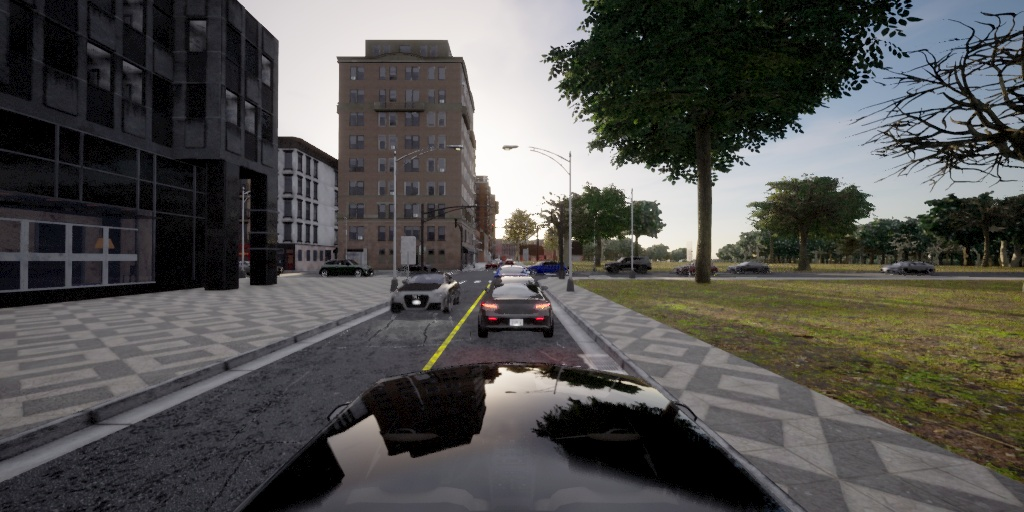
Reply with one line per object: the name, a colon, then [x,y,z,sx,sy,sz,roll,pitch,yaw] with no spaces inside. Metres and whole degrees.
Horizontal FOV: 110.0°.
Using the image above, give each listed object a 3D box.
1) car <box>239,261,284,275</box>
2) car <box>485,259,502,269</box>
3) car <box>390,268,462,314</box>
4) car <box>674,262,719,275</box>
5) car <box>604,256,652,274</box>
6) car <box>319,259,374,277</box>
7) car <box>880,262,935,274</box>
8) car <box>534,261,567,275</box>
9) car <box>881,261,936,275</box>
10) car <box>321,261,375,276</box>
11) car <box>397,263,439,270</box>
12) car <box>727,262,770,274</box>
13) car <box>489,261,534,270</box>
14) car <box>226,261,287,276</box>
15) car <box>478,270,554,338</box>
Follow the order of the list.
car: [-24.383,1.216,33.226,4.902,1.511,2.128,0,-1,0]
car: [-3.084,1.429,56.196,1.895,1.301,4.718,0,0,1]
car: [-3.120,1.321,13.677,1.994,1.385,4.181,0,0,0]
car: [20.575,1.350,40.146,4.674,1.442,1.812,0,-1,0]
car: [13.984,1.076,43.369,5.566,2.045,2.150,0,-1,0]
car: [-15.246,1.074,33.272,4.553,1.767,2.097,0,-1,0]
car: [47.800,1.458,43.430,4.674,1.442,1.812,0,-1,0]
car: [3.495,1.268,38.882,5.008,1.535,1.882,1,-1,-18]
car: [44.334,1.354,40.202,4.902,1.511,2.128,0,-1,0]
car: [-16.628,1.283,36.519,4.674,1.442,1.812,0,-1,-2]
car: [-11.327,1.432,43.236,4.718,1.301,1.895,0,-1,0]
car: [28.601,1.395,43.432,4.674,1.442,1.812,0,-1,0]
car: [-0.015,1.241,19.512,1.882,1.535,5.008,0,0,0]
car: [-25.882,1.266,36.469,4.892,1.490,1.837,0,-1,0]
car: [0.076,1.280,10.123,1.812,1.442,4.674,0,0,-1]
